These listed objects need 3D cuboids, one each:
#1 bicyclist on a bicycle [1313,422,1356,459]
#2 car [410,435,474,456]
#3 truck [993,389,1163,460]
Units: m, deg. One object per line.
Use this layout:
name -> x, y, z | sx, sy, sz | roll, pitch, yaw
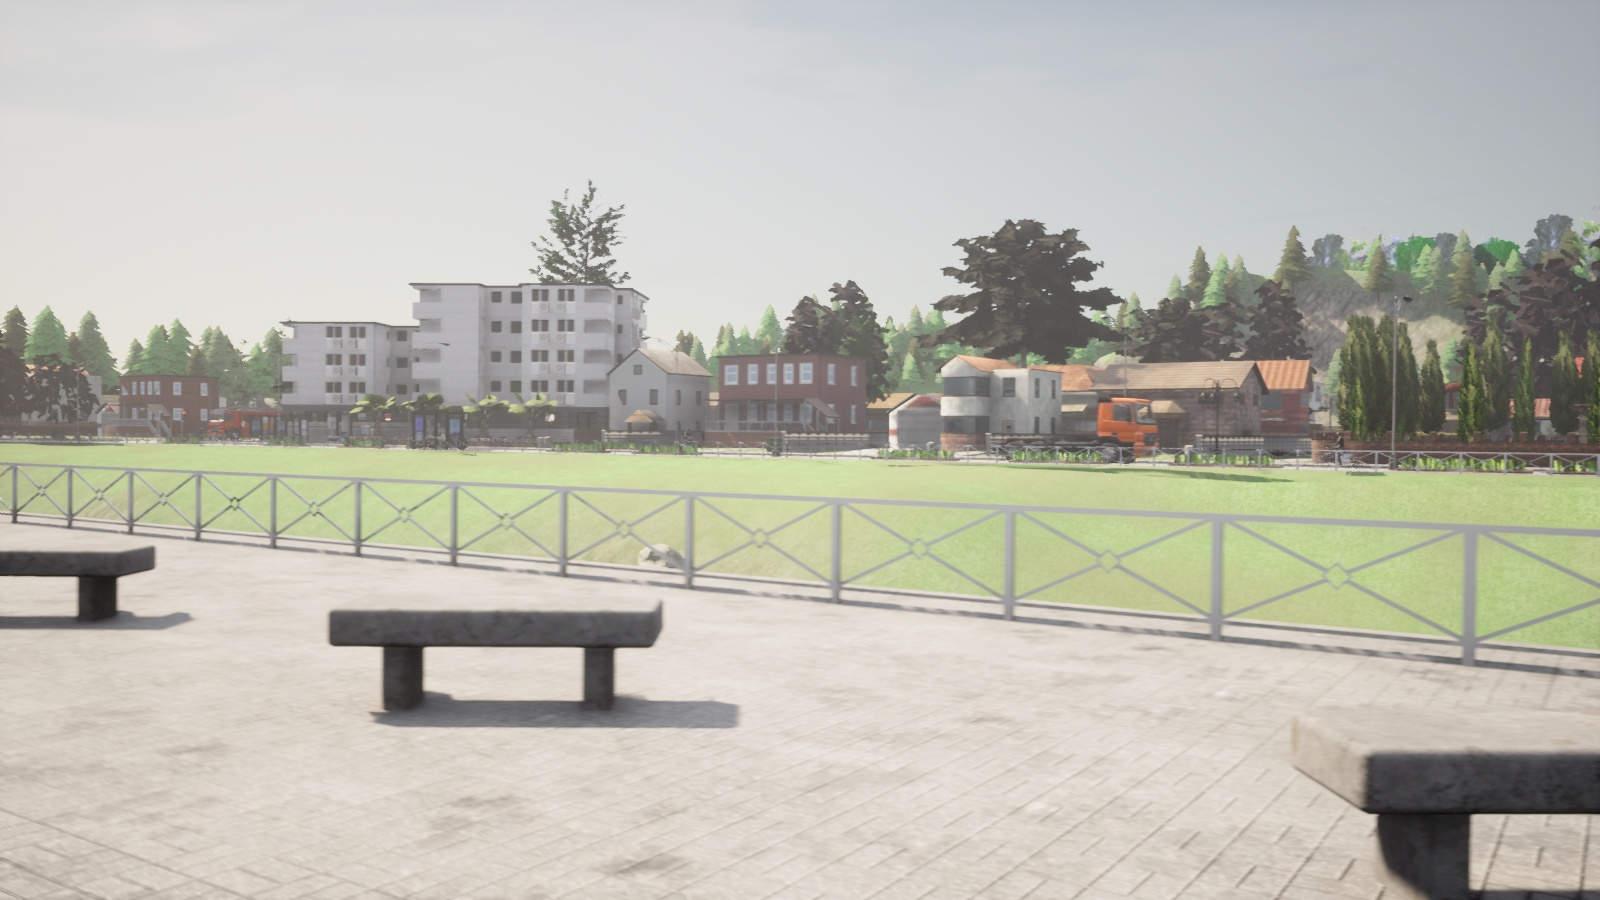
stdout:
bicyclist on a bicycle -> 25.967, -0.466, 61.013 | 1.843, 1.776, 0.659 | 0, 1, 34
car -> -25.865, -0.325, 90.664 | 4.514, 1.525, 2.007 | 0, 1, 34
truck -> 14.140, -1.253, 64.057 | 7.936, 3.462, 2.891 | 0, 1, 34
